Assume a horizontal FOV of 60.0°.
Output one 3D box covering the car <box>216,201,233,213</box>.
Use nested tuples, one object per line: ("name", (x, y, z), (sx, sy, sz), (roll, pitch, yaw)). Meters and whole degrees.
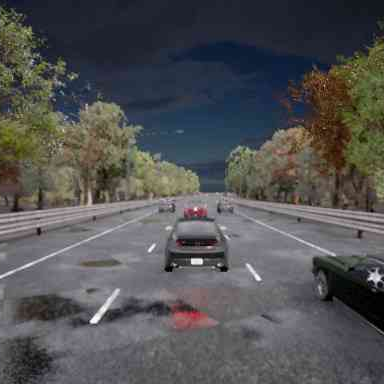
("car", (4.033, 1.811, 41.458), (2.128, 1.511, 4.902), (0, 0, 1))

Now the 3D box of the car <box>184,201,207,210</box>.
("car", (0.357, 1.596, 31.594), (2.097, 1.767, 4.553), (0, -1, 1))

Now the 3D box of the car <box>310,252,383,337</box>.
("car", (3.616, 1.646, 5.492), (1.895, 1.301, 4.718), (0, 0, 0))

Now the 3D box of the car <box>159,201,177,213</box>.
("car", (-2.972, 1.809, 41.296), (2.128, 1.511, 4.902), (0, 0, 1))

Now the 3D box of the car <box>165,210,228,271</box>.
("car", (0.143, 1.596, 11.271), (1.837, 1.490, 4.892), (0, 0, 0))
